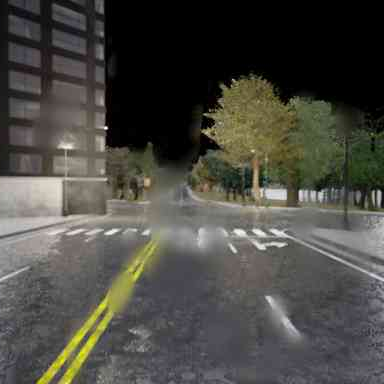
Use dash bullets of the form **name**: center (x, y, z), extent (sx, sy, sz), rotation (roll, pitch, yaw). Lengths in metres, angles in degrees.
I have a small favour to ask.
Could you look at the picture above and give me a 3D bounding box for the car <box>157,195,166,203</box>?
- **car**: center (-7.477, 1.699, 81.763), extent (2.150, 2.045, 5.566), rotation (0, -1, -2)
